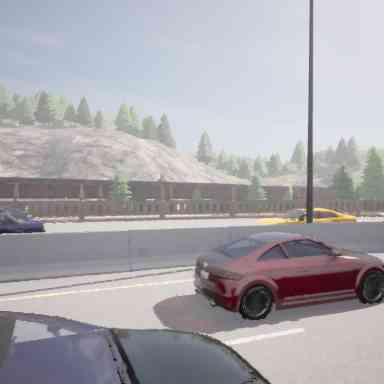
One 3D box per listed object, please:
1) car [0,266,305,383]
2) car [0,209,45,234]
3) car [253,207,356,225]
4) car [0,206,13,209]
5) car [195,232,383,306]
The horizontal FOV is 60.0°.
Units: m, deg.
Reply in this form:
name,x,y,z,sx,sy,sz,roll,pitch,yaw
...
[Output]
name,x,y,z,sx,sy,sz,roll,pitch,yaw
car,-1.277,1.563,2.046,4.181,1.385,1.994,0,0,-23
car,-8.870,1.588,14.238,4.718,1.301,1.895,0,0,-24
car,5.316,1.490,15.732,5.008,1.535,1.882,0,0,-15
car,-10.833,1.475,17.129,4.902,1.511,2.128,0,0,-24
car,2.120,1.565,7.112,4.181,1.385,1.994,0,0,-20
